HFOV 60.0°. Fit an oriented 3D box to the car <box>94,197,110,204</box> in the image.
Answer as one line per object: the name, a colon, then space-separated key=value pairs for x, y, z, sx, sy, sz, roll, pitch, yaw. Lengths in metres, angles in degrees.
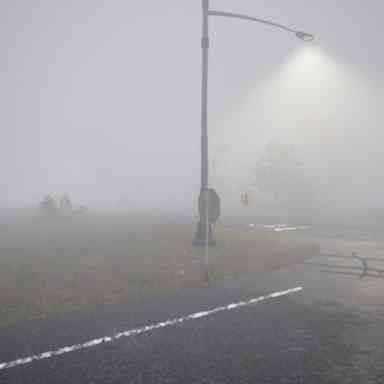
car: x=-16.415 y=1.551 z=60.824 sx=1.895 sy=1.301 sz=4.718 roll=0 pitch=0 yaw=-34

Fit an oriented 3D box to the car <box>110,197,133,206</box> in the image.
car: x=-10.852 y=1.532 z=52.507 sx=1.994 sy=1.385 sz=4.181 roll=0 pitch=0 yaw=-33
